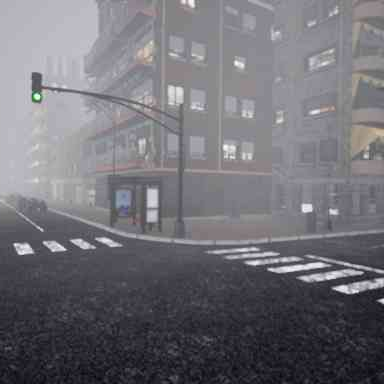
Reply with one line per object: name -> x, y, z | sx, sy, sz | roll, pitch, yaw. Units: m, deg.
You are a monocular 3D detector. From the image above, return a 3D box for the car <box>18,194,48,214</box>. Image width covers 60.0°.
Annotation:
car -> -13.928, 1.189, 29.503 | 2.008, 1.369, 4.403 | 0, 1, -32

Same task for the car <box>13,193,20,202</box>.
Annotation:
car -> -16.906, 1.118, 34.290 | 1.887, 1.381, 4.507 | 0, 1, -32

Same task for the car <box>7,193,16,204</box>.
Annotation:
car -> -25.841, 0.818, 48.652 | 1.967, 1.590, 4.097 | 0, 1, -32
